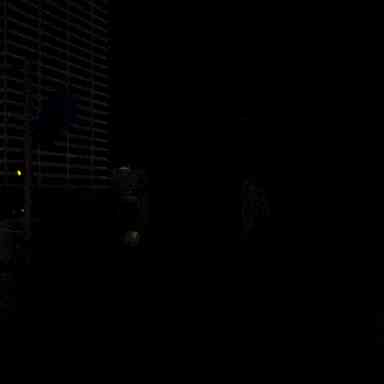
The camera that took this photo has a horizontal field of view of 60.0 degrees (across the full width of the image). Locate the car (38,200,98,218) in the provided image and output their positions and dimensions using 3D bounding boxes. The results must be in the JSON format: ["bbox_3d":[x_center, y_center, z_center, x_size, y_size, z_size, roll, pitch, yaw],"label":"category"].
[{"bbox_3d":[-11.086,1.477,30.754,1.882,1.535,5.008,0,0,35],"label":"car"}]

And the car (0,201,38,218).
[{"bbox_3d":[-15.458,1.547,30.638,2.033,1.411,5.357,0,0,35],"label":"car"}]

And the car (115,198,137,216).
[{"bbox_3d":[-5.102,1.563,32.810,1.994,1.385,4.181,0,0,35],"label":"car"}]
